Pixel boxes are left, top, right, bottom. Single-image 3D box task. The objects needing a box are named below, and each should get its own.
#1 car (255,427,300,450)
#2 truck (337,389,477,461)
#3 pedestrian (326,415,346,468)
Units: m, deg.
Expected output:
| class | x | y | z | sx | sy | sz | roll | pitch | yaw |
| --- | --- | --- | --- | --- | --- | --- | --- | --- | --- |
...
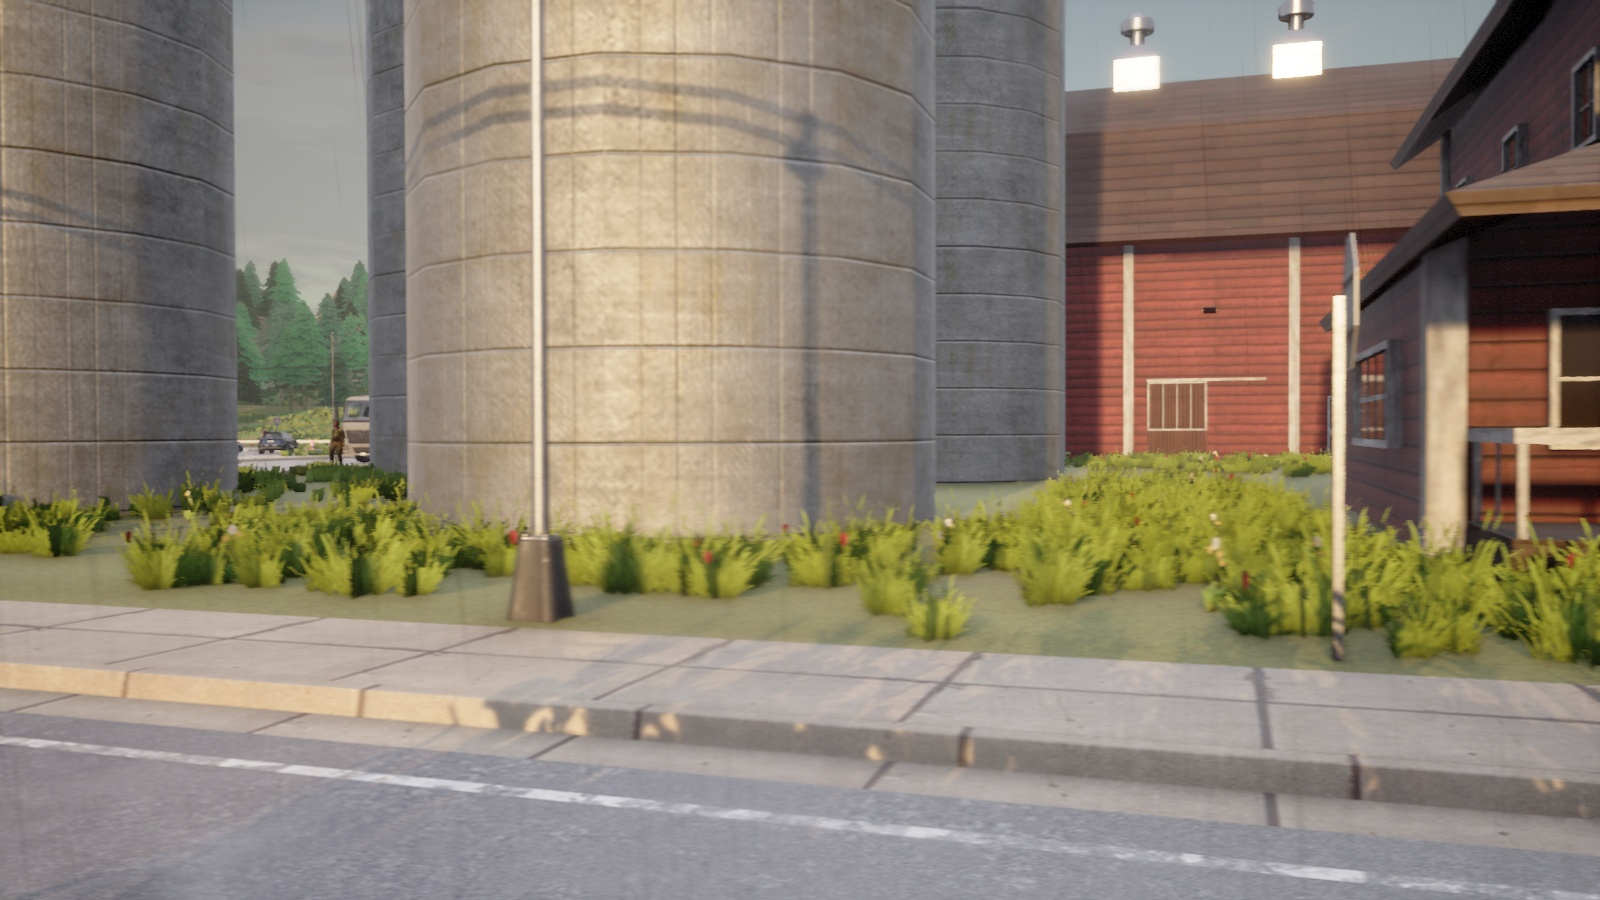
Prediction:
| class | x | y | z | sx | sy | sz | roll | pitch | yaw |
| --- | --- | --- | --- | --- | --- | --- | --- | --- | --- |
| car | -37.709 | -0.839 | 90.709 | 2.033 | 1.649 | 4.856 | 0 | 1 | -10 |
| truck | -20.170 | -1.274 | 65.066 | 2.891 | 3.462 | 7.936 | 1 | 1 | 18 |
| pedestrian | -17.070 | -0.325 | 46.214 | 0.395 | 1.930 | 0.692 | 0 | 1 | 12 |
